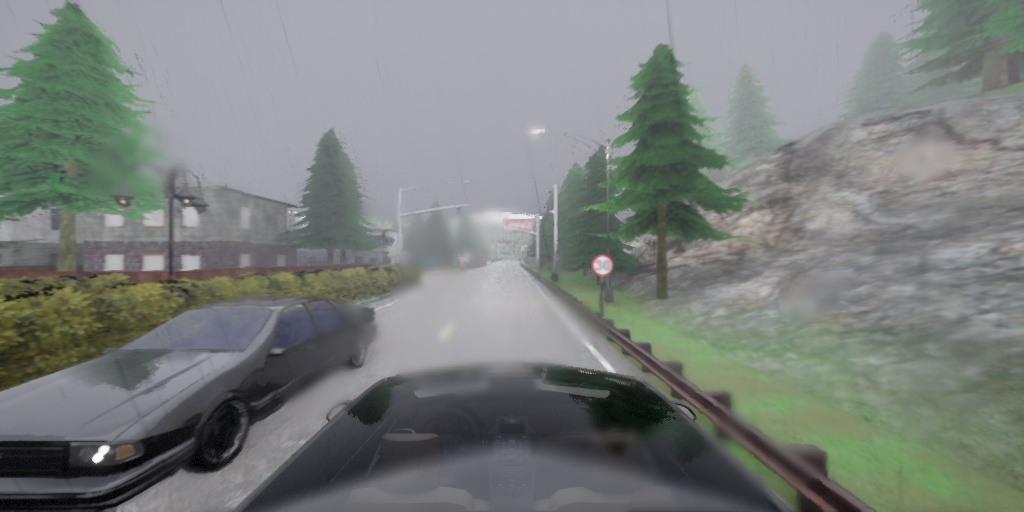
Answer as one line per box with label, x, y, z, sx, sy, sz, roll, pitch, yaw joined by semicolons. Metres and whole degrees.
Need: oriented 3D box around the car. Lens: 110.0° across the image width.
car;-3.598;1.317;5.075;2.033;1.411;5.357;0;0;0
